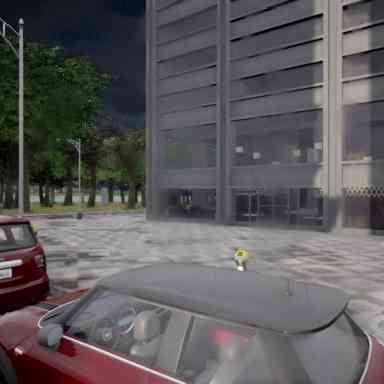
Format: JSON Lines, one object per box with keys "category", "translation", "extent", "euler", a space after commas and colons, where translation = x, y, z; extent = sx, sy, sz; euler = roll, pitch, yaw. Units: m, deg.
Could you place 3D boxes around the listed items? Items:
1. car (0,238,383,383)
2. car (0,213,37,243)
{"category": "car", "translation": [-0.351, 1.440, 3.212], "extent": [4.097, 1.590, 1.967], "euler": [0, 0, 35]}
{"category": "car", "translation": [-4.780, 1.315, 6.367], "extent": [5.009, 1.841, 2.192], "euler": [0, 0, 35]}
